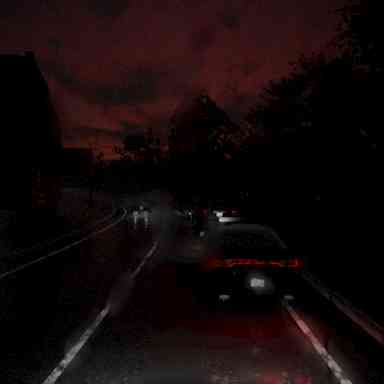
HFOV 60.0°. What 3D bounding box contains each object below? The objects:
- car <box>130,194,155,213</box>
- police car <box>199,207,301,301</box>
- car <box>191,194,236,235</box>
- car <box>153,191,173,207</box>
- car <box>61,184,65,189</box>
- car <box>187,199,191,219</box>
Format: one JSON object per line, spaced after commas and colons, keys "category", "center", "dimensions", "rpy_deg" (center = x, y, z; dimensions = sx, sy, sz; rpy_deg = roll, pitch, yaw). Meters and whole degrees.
{"category": "car", "center": [-5.294, 1.256, 34.034], "dimensions": [2.128, 1.511, 4.902], "rpy_deg": [1, 1, -11]}
{"category": "police car", "center": [1.227, 1.416, 8.518], "dimensions": [1.930, 1.638, 5.238], "rpy_deg": [0, 0, 1]}
{"category": "car", "center": [1.239, 1.173, 18.590], "dimensions": [2.150, 2.045, 5.566], "rpy_deg": [0, 0, -2]}
{"category": "car", "center": [-4.075, 0.865, 43.708], "dimensions": [2.150, 2.045, 5.566], "rpy_deg": [1, 1, -18]}
{"category": "car", "center": [-34.763, -1.517, 86.559], "dimensions": [1.895, 1.301, 4.718], "rpy_deg": [2, 1, -43]}
{"category": "car", "center": [0.888, 1.131, 24.747], "dimensions": [2.150, 2.045, 5.566], "rpy_deg": [0, 0, -5]}
